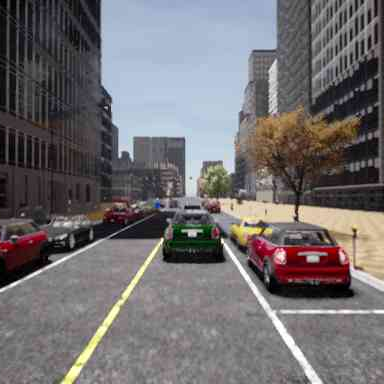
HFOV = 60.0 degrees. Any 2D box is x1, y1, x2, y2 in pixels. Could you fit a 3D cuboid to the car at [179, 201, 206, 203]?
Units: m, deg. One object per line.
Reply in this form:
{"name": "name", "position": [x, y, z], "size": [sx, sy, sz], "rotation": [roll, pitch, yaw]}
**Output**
{"name": "car", "position": [0.026, 1.797, 28.506], "size": [1.837, 1.490, 4.892], "rotation": [0, 0, 0]}

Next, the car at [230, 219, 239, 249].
{"name": "car", "position": [2.696, 1.680, 15.066], "size": [1.752, 1.417, 4.829], "rotation": [0, -1, 0]}

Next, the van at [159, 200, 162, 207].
{"name": "van", "position": [-5.679, 1.829, 48.133], "size": [1.690, 1.788, 3.998], "rotation": [0, -1, 0]}

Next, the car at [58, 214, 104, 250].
{"name": "car", "position": [-5.684, 1.703, 14.897], "size": [2.008, 1.369, 4.403], "rotation": [0, -1, 0]}

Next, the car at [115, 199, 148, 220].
{"name": "car", "position": [-5.682, 1.760, 31.515], "size": [1.967, 1.590, 4.097], "rotation": [0, -1, 0]}

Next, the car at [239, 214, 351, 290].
{"name": "car", "position": [2.696, 1.537, 9.359], "size": [1.967, 1.590, 4.097], "rotation": [0, -1, 0]}

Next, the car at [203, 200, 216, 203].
{"name": "car", "position": [2.699, 1.977, 42.591], "size": [1.887, 1.381, 4.507], "rotation": [0, -1, 0]}

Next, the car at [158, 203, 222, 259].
{"name": "car", "position": [0.025, 1.489, 13.436], "size": [2.097, 1.767, 4.553], "rotation": [0, -1, 0]}

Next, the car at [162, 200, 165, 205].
{"name": "car", "position": [-5.678, 2.166, 59.209], "size": [1.947, 1.339, 4.313], "rotation": [0, -1, 0]}

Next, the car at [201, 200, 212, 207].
{"name": "car", "position": [2.703, 2.222, 64.747], "size": [1.947, 1.339, 4.313], "rotation": [0, -1, 0]}

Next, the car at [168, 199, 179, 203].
{"name": "car", "position": [-3.061, 2.085, 57.424], "size": [1.837, 1.490, 4.892], "rotation": [0, 0, 0]}

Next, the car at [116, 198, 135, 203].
{"name": "car", "position": [-17.257, 2.243, 86.229], "size": [4.507, 1.381, 1.887], "rotation": [1, -2, -1]}

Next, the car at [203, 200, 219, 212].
{"name": "car", "position": [2.701, 1.929, 48.131], "size": [1.967, 1.590, 4.097], "rotation": [0, -1, 0]}

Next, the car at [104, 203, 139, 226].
{"name": "car", "position": [-5.683, 1.809, 25.975], "size": [1.887, 1.381, 4.507], "rotation": [0, -1, 0]}

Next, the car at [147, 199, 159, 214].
{"name": "car", "position": [-5.681, 1.956, 42.422], "size": [1.752, 1.417, 4.829], "rotation": [0, -1, 0]}

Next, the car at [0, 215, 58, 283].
{"name": "car", "position": [-5.684, 1.536, 9.359], "size": [1.967, 1.590, 4.097], "rotation": [0, -1, 0]}

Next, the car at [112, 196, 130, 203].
{"name": "car", "position": [-17.137, 1.888, 77.857], "size": [5.009, 1.841, 2.192], "rotation": [1, -2, -1]}
